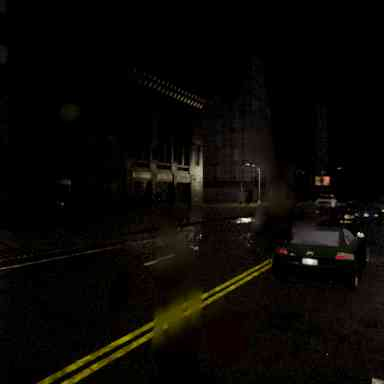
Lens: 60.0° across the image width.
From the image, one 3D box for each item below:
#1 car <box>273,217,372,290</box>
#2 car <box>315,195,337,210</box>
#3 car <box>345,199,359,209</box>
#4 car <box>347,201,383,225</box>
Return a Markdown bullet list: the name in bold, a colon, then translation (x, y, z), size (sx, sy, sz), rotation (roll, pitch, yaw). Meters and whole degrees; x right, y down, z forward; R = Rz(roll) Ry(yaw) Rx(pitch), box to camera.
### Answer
- **car**: translation (3.796, 1.601, 9.463), size (1.994, 1.385, 4.181), rotation (0, 0, 31)
- **car**: translation (19.147, 1.427, 47.278), size (2.150, 2.045, 5.566), rotation (0, 0, 32)
- **car**: translation (23.160, 1.737, 47.597), size (1.812, 1.442, 4.674), rotation (0, 0, 31)
- **car**: translation (13.319, 1.653, 25.058), size (2.033, 1.411, 5.357), rotation (0, 0, 31)
